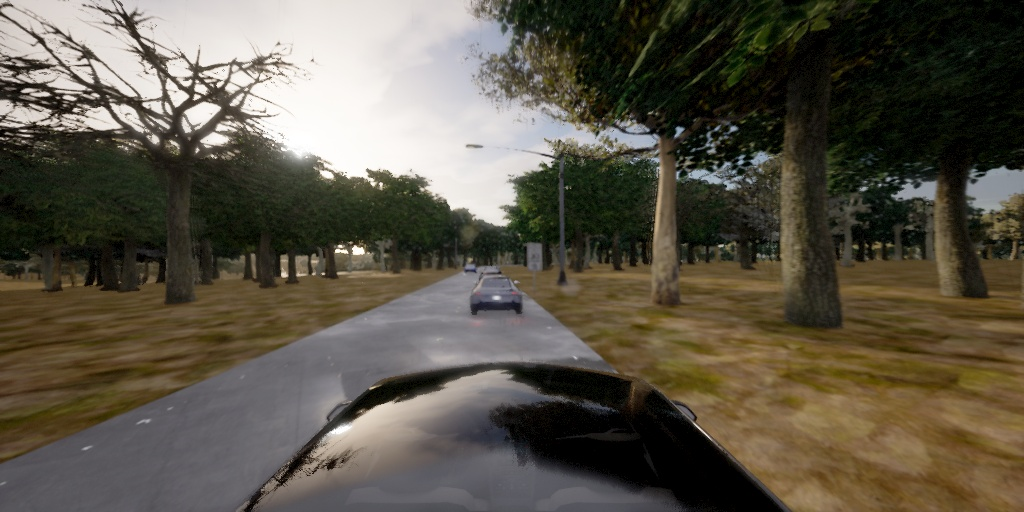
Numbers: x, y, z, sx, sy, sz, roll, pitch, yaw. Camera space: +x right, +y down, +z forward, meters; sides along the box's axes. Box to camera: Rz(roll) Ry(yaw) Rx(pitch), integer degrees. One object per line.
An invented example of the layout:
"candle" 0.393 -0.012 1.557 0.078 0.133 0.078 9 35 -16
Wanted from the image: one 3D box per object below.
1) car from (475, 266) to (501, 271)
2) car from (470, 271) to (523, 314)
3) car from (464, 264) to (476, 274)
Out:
"car" -1.652 1.642 29.374 2.128 1.511 4.902 0 -1 -3
"car" -0.654 1.488 14.735 1.994 1.385 4.181 0 -1 -3
"car" -6.744 2.088 58.467 1.882 1.535 5.008 0 -1 -3
